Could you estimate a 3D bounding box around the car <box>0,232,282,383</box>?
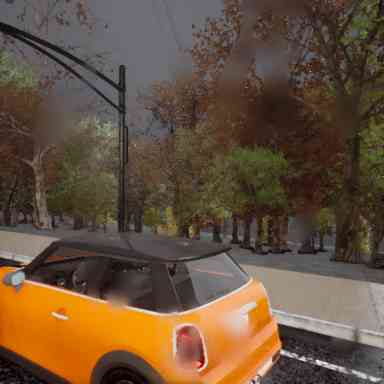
[{"bbox_3d":[-1.231,1.351,4.574,4.553,1.767,2.097,0,0,36],"label":"car"}]
